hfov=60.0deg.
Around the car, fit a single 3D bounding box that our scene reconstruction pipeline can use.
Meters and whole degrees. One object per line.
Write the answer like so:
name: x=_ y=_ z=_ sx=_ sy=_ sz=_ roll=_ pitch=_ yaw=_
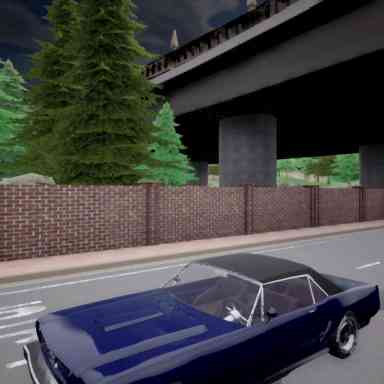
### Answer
car: x=0.478 y=1.601 z=4.372 sx=4.718 sy=1.301 sz=1.895 roll=0 pitch=0 yaw=-37
